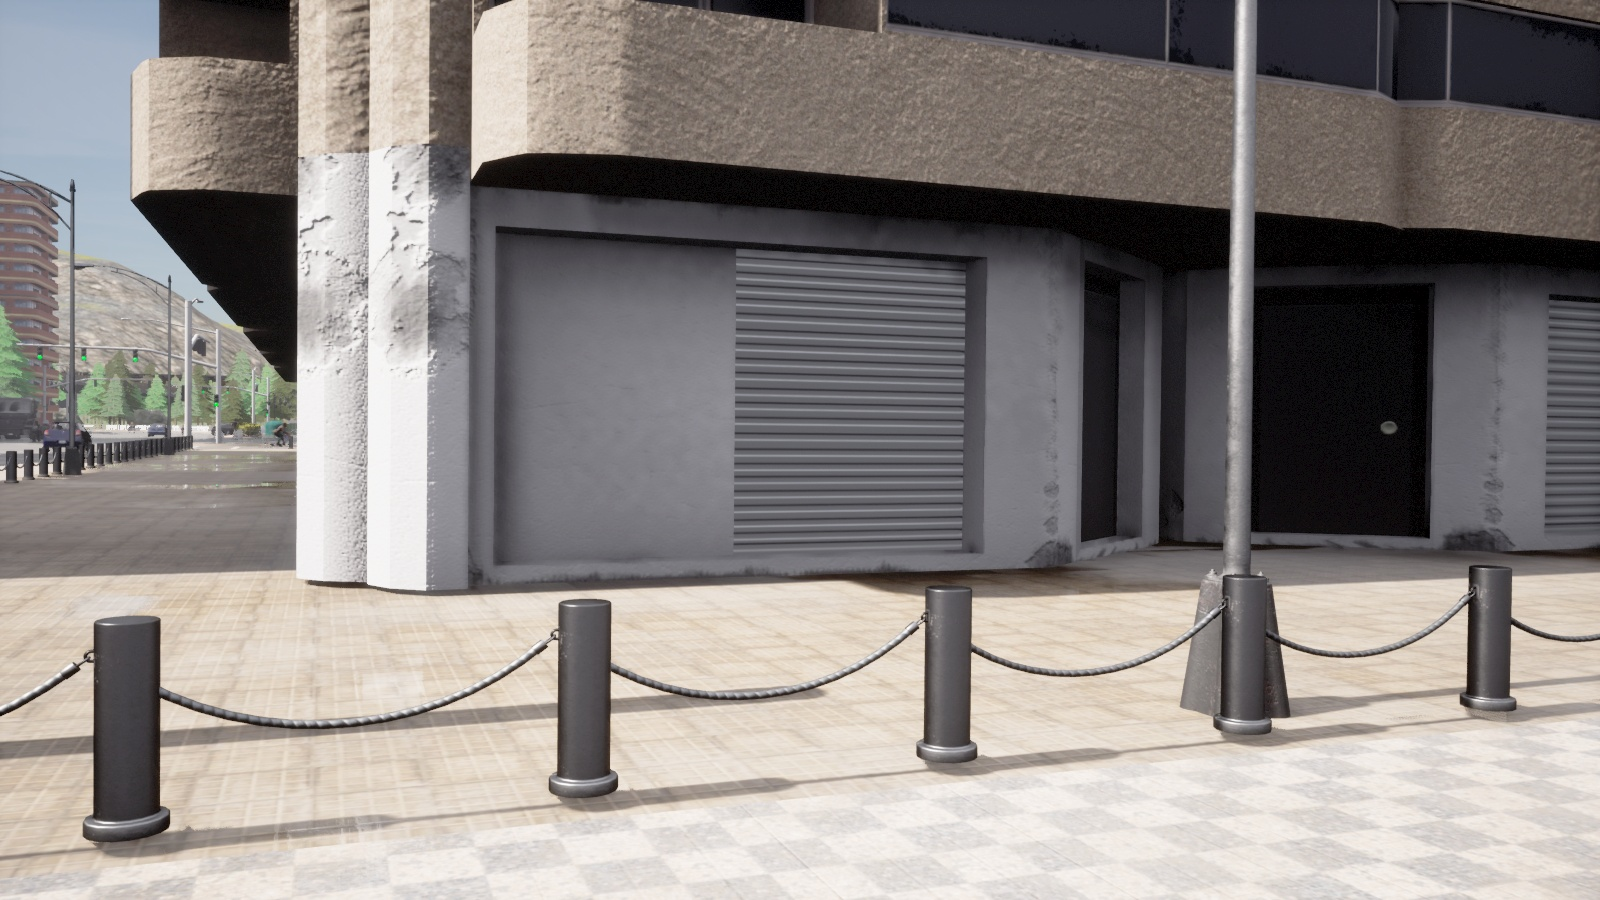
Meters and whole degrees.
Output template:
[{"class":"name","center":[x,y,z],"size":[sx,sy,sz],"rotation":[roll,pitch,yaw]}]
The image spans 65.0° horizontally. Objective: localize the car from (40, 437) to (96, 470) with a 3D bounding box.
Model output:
[{"class":"car","center":[-35.766,0.144,61.448],"size":[1.845,1.501,3.633],"rotation":[-1,1,-22]}]
